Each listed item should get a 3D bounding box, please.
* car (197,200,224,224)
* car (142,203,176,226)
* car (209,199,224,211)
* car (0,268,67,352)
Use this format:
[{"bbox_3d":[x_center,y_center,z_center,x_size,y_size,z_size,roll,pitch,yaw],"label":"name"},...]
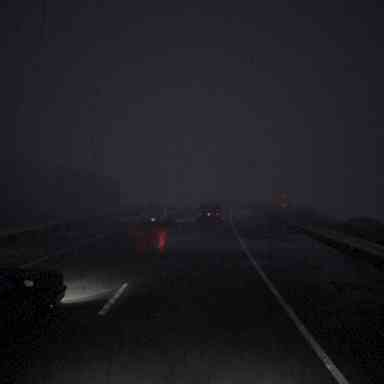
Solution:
[{"bbox_3d":[1.372,1.557,24.980,2.033,1.411,5.357,0,0,5],"label":"car"},{"bbox_3d":[-2.270,1.531,23.438,1.812,1.442,4.674,0,0,5],"label":"car"},{"bbox_3d":[3.139,1.617,42.774,1.895,1.301,4.718,0,0,4],"label":"car"},{"bbox_3d":[-3.332,1.545,3.853,2.033,1.411,5.357,0,0,1],"label":"car"}]
